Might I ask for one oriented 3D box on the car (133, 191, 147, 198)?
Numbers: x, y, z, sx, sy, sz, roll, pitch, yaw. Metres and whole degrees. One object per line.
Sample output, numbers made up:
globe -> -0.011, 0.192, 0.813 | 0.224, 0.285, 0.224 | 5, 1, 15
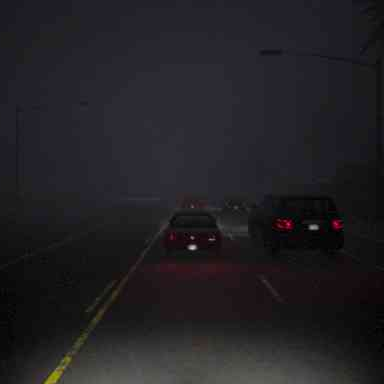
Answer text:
car -> -9.485, 0.387, 62.869 | 1.895, 1.301, 4.718 | 0, 1, 10

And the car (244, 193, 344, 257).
car -> 3.534, 1.053, 12.271 | 2.150, 2.045, 5.566 | 0, 1, 1

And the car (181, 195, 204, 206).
car -> 0.065, 0.966, 29.471 | 1.882, 1.535, 5.008 | 0, 2, 1

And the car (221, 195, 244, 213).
car -> 3.560, 1.025, 28.927 | 1.812, 1.442, 4.674 | 0, 1, 1

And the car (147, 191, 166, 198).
car -> -6.210, 0.406, 61.400 | 1.895, 1.301, 4.718 | 0, 1, 10

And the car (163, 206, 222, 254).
car -> 0.040, 1.423, 12.704 | 1.895, 1.301, 4.718 | 0, 1, 1
